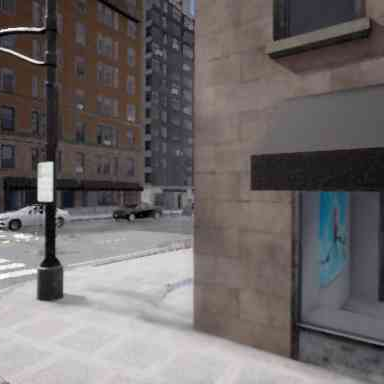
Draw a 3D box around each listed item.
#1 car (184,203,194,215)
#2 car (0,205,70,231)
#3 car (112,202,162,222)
[{"bbox_3d":[1.053,1.702,36.917,2.097,1.767,4.553,1,-1,36],"label":"car"},{"bbox_3d":[-10.145,1.571,21.328,1.812,1.442,4.674,1,-1,37],"label":"car"},{"bbox_3d":[-4.678,1.672,28.950,1.882,1.535,5.008,1,-1,36],"label":"car"}]
